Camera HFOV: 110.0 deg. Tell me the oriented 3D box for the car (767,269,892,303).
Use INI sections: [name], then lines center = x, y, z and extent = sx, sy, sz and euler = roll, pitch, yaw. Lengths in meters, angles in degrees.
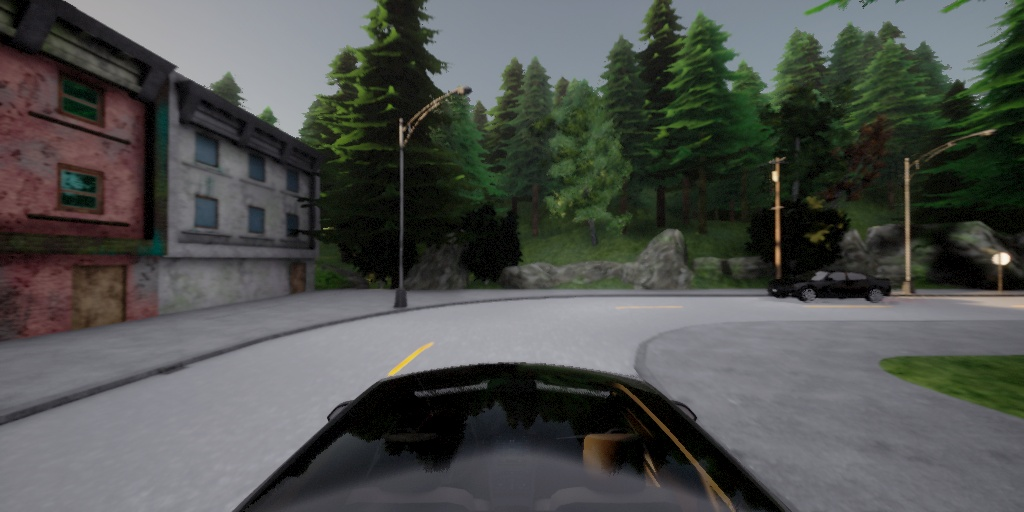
[car]
center = 15.032, 1.373, 17.152
extent = 5.008, 1.535, 1.882
euler = 0, -1, 0
